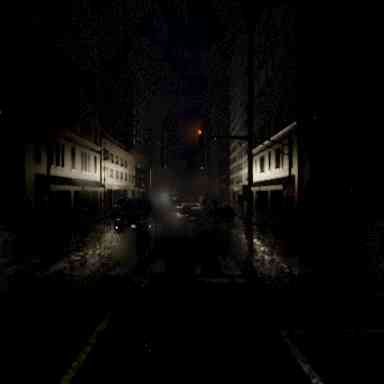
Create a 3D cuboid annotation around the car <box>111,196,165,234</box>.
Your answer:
[{"bbox_3d":[-3.079,1.435,20.163,2.150,2.045,5.566,0,0,0],"label":"car"}]

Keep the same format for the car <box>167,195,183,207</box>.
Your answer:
[{"bbox_3d":[-3.229,1.530,59.785,2.150,2.045,5.566,0,0,0],"label":"car"}]

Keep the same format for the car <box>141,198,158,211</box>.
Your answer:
[{"bbox_3d":[-5.847,1.675,46.253,1.967,1.590,4.097,0,0,0],"label":"car"}]

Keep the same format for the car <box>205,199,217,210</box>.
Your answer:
[{"bbox_3d":[2.721,1.744,35.283,1.947,1.339,4.313,0,0,0],"label":"car"}]

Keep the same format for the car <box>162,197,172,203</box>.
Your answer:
[{"bbox_3d":[-5.974,1.956,79.260,2.008,1.369,4.403,0,0,0],"label":"car"}]

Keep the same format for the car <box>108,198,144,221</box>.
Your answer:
[{"bbox_3d":[-5.784,1.465,29.751,2.192,1.841,5.009,0,0,0],"label":"car"}]

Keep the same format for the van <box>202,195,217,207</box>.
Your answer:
[{"bbox_3d":[2.678,1.575,46.287,1.690,1.788,3.998,0,0,0],"label":"van"}]

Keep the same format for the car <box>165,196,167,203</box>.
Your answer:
[{"bbox_3d":[-5.889,1.732,57.256,1.967,1.590,4.097,0,0,0],"label":"car"}]

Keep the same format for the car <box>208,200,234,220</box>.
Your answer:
[{"bbox_3d":[2.743,1.694,29.782,1.887,1.381,4.507,0,0,0],"label":"car"}]

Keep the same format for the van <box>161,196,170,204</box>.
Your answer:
[{"bbox_3d":[-5.953,1.718,73.761,1.690,1.788,3.998,0,0,0],"label":"van"}]

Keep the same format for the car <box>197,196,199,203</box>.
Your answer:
[{"bbox_3d":[2.594,1.929,68.291,1.802,1.307,4.206,0,0,0],"label":"car"}]

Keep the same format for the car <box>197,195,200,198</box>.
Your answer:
[{"bbox_3d":[2.552,1.986,79.293,1.802,1.307,4.206,0,0,0],"label":"car"}]

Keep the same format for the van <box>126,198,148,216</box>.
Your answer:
[{"bbox_3d":[-5.805,1.520,35.251,1.690,1.788,3.998,0,0,0],"label":"van"}]

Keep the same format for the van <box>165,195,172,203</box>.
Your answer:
[{"bbox_3d":[-5.996,1.776,84.763,1.690,1.788,3.998,0,0,0],"label":"van"}]

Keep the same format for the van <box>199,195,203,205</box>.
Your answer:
[{"bbox_3d":[2.636,1.632,57.289,1.690,1.788,3.998,0,0,0],"label":"van"}]

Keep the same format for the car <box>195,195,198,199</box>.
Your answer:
[{"bbox_3d":[2.530,1.749,84.795,2.192,1.841,5.009,0,0,0],"label":"car"}]
